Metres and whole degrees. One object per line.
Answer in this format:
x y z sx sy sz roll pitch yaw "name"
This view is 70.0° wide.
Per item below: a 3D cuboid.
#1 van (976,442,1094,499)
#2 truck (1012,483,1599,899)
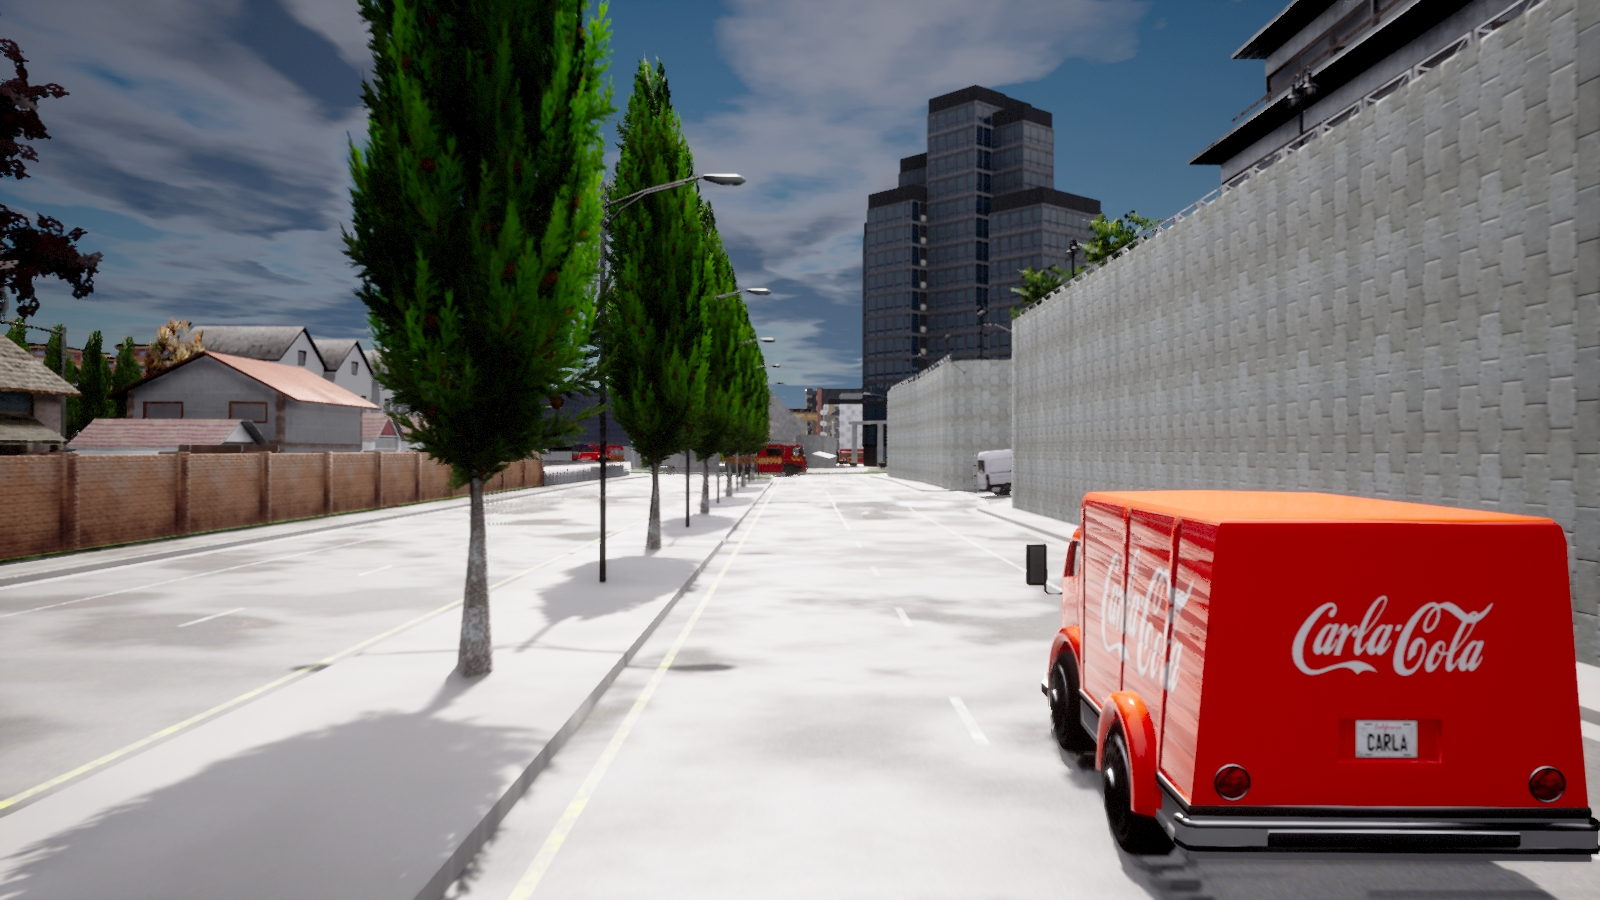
13.043 1.126 63.615 5.915 2.561 1.988 -5 0 -5 "van"
3.477 1.577 9.208 2.627 2.467 5.204 0 0 1 "truck"
